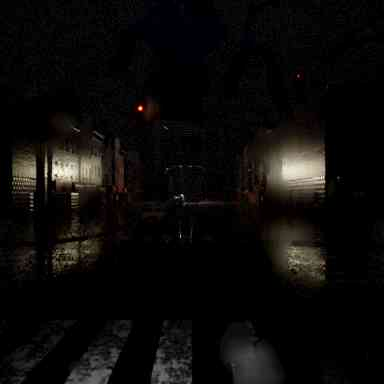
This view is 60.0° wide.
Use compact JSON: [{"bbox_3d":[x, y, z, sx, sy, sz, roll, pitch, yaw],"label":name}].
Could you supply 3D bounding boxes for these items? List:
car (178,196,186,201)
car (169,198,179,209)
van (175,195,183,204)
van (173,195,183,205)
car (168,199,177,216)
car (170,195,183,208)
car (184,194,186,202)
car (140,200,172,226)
[{"bbox_3d":[-2.676,1.771,91.311,1.947,1.339,4.313,0,0,0],"label":"car"},{"bbox_3d":[-2.650,1.619,35.256,1.802,1.307,4.206,0,0,0],"label":"car"},{"bbox_3d":[-2.664,1.467,68.889,1.690,1.788,3.998,0,0,0],"label":"van"},{"bbox_3d":[-2.662,1.450,63.284,1.690,1.788,3.998,0,0,0],"label":"van"},{"bbox_3d":[-2.647,1.572,29.651,1.887,1.381,4.507,0,0,0],"label":"car"},{"bbox_3d":[-2.655,1.503,46.467,1.967,1.590,4.097,0,0,0],"label":"car"},{"bbox_3d":[-2.659,1.408,57.678,2.192,1.841,5.009,0,0,0],"label":"car"},{"bbox_3d":[-2.645,1.543,23.876,1.752,1.417,4.829,0,0,0],"label":"car"}]
